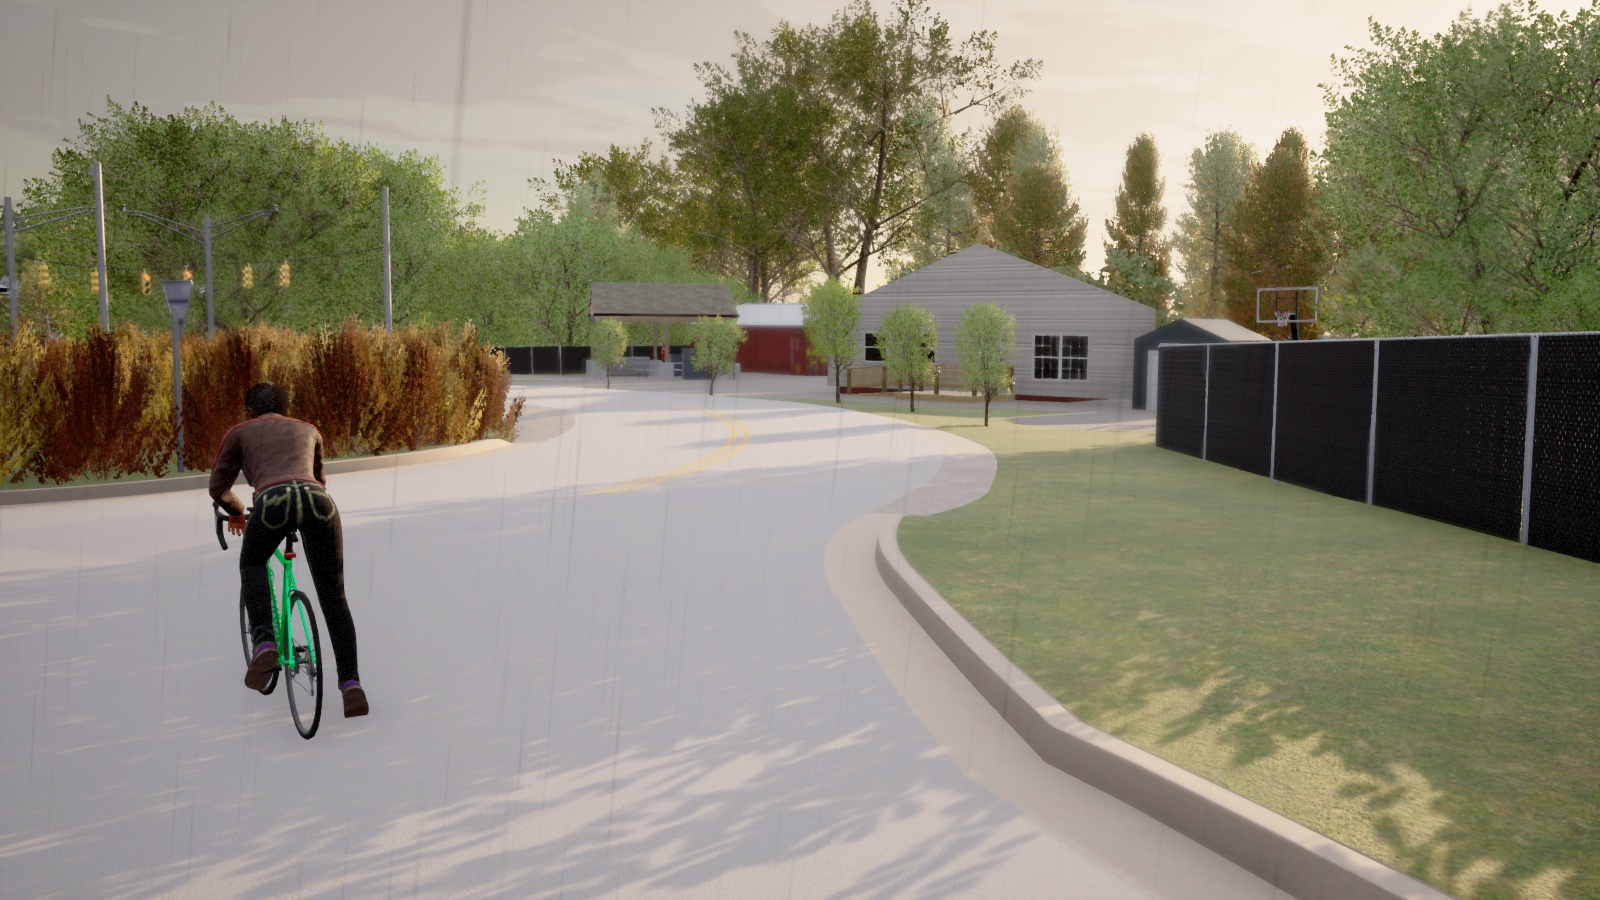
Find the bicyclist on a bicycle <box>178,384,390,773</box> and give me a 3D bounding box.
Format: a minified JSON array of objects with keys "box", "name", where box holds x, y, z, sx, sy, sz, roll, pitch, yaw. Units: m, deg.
[{"box":[-2.529,0.495,6.056,0.582,1.620,1.656,-2,4,-34],"name":"bicyclist on a bicycle"}]
